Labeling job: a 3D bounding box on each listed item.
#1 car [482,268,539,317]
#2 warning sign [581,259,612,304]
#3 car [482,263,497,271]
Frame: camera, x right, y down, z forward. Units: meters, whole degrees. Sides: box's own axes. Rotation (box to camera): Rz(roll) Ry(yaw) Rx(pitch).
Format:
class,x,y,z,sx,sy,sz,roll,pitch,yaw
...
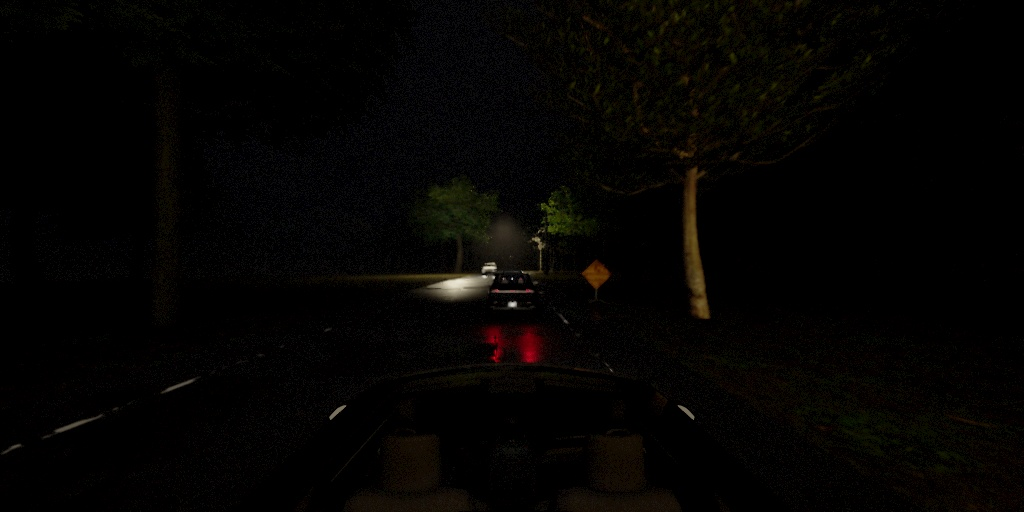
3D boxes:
class,x,y,z,sx,sy,sz,roll,pitch,yaw
car,0.040,1.408,14.117,2.128,1.511,4.902,0,-1,1
warning sign,3.548,1.043,15.135,1.300,1.860,1.060,0,0,0
car,-3.565,2.164,58.463,2.150,2.045,5.566,0,-2,1
